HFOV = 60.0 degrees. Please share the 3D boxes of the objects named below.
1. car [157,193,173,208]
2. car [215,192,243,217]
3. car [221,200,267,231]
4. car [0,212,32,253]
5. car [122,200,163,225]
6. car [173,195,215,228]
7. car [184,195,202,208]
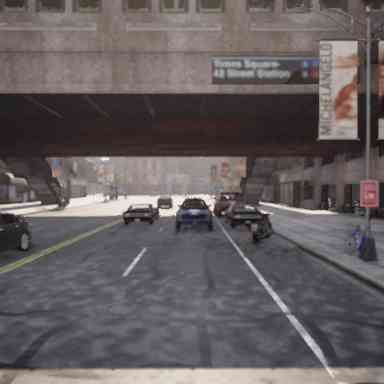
[{"bbox_3d":[-3.354,1.186,41.862,1.837,1.490,4.892,0,1,0],"label":"car"},{"bbox_3d":[3.129,1.004,28.728,2.435,2.045,5.566,0,0,0],"label":"car"},{"bbox_3d":[3.189,1.427,21.335,1.895,1.301,4.718,0,0,0],"label":"car"},{"bbox_3d":[-7.051,1.427,10.857,1.837,1.490,4.892,0,0,0],"label":"car"},{"bbox_3d":[-3.349,1.428,22.701,1.895,1.301,4.718,0,0,0],"label":"car"},{"bbox_3d":[0.142,1.190,20.975,2.097,1.767,4.553,0,0,0],"label":"car"},{"bbox_3d":[0.145,1.164,42.398,2.128,1.511,4.902,0,0,0],"label":"car"}]
